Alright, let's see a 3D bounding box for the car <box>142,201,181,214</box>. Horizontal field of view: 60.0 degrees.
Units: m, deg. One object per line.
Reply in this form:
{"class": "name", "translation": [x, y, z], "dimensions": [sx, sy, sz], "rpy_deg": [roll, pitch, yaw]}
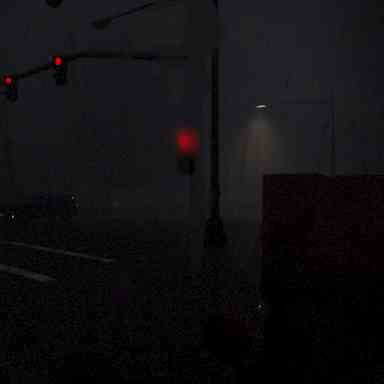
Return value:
{"class": "car", "translation": [-3.259, 1.598, 35.915], "dimensions": [1.895, 1.301, 4.718], "rpy_deg": [0, 0, 36]}

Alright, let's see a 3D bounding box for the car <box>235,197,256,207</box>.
{"class": "car", "translation": [8.381, 1.525, 51.935], "dimensions": [1.812, 1.442, 4.674], "rpy_deg": [0, 0, 36]}

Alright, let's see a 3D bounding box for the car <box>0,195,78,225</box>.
{"class": "car", "translation": [-11.246, 1.220, 24.816], "dimensions": [2.150, 2.045, 5.566], "rpy_deg": [0, 0, 36]}
